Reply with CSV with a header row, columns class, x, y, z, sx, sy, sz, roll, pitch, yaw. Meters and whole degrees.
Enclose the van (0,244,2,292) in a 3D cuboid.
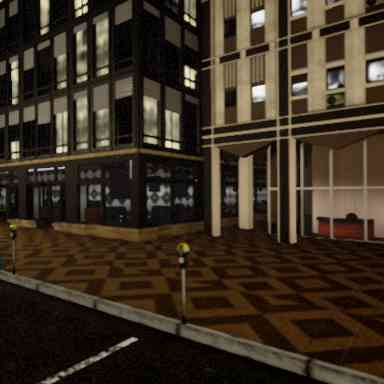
class,x,y,z,sx,sy,sz,roll,pitch,yaw
van,-5.554,1.330,6.838,3.998,1.788,1.690,0,0,35
